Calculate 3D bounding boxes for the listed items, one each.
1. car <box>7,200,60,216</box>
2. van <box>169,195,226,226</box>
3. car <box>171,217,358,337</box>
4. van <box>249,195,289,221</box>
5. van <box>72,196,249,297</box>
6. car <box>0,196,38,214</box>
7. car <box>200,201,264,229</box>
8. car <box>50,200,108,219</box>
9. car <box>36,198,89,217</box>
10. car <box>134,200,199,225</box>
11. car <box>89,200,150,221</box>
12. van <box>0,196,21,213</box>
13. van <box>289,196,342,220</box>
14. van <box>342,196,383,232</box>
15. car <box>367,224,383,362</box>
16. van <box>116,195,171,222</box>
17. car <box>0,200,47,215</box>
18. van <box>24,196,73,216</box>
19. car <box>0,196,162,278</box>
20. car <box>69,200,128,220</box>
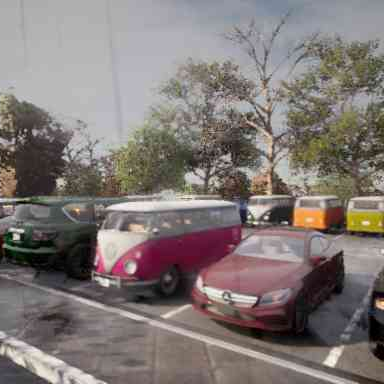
[{"bbox_3d":[-17.430,1.687,36.797,2.231,1.521,4.892,-1,0,36],"label":"car"},{"bbox_3d":[0.522,1.237,23.808,1.878,1.987,4.442,-1,0,36],"label":"van"},{"bbox_3d":[1.860,1.499,6.910,2.002,1.452,4.674,0,0,36],"label":"car"},{"bbox_3d":[4.906,1.198,20.669,1.878,1.987,4.442,0,0,36],"label":"van"},{"bbox_3d":[-0.465,1.217,8.428,1.878,1.987,4.442,0,0,36],"label":"van"},{"bbox_3d":[-21.914,1.498,40.049,2.435,2.045,5.566,-1,-1,36],"label":"car"},{"bbox_3d":[2.848,1.435,22.293,2.097,1.535,5.008,-1,0,36],"label":"car"},{"bbox_3d":[-10.774,1.603,32.033,2.097,1.535,5.008,-1,0,36],"label":"car"},{"bbox_3d":[-12.941,1.504,33.552,2.185,1.767,4.553,-1,0,36],"label":"car"},{"bbox_3d":[-1.766,1.488,25.363,1.946,1.575,5.366,-1,0,36],"label":"car"},{"bbox_3d":[-6.167,1.547,28.734,2.231,1.521,4.892,-1,0,36],"label":"car"},{"bbox_3d":[-24.212,1.569,41.805,1.878,1.987,4.442,-1,-1,36],"label":"van"},{"bbox_3d":[7.402,1.216,19.169,1.878,1.987,4.442,0,0,36],"label":"van"},{"bbox_3d":[9.553,1.232,17.629,1.878,1.987,4.442,0,0,36],"label":"van"},{"bbox_3d":[4.113,1.476,5.287,2.097,1.535,5.008,0,0,36],"label":"car"},{"bbox_3d":[-3.845,1.293,27.223,1.878,1.987,4.442,-1,0,36],"label":"van"},{"bbox_3d":[-19.784,1.712,38.263,1.946,1.575,5.366,-1,0,36],"label":"car"},{"bbox_3d":[-15.107,1.432,35.285,1.878,1.987,4.442,-1,0,36],"label":"van"},{"bbox_3d":[-2.638,1.174,10.162,2.435,2.045,5.566,0,0,36],"label":"car"},{"bbox_3d":[-8.419,1.574,30.347,2.097,1.535,5.008,-1,0,36],"label":"car"}]
